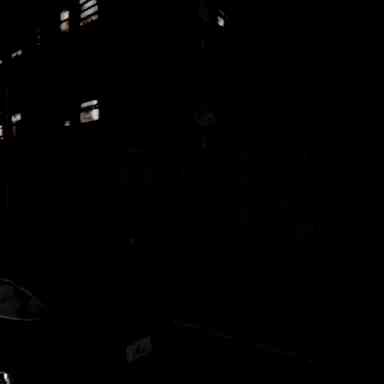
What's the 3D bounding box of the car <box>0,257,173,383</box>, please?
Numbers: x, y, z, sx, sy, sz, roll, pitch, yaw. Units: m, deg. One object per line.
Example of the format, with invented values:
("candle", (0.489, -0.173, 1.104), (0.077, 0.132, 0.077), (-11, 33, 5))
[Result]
("car", (-2.211, 1.575, 4.465), (4.313, 1.339, 1.947), (0, -1, 36))
